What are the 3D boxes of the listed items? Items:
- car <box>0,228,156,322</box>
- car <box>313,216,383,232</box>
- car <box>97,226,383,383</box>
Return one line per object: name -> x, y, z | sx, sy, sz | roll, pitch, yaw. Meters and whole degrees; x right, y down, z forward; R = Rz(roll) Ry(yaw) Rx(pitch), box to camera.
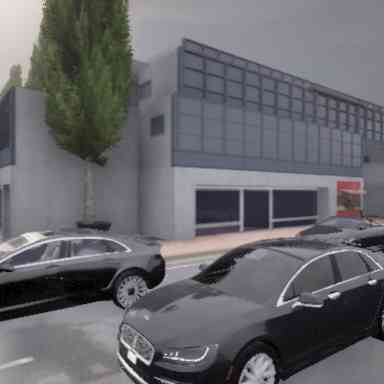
car -> -2.803, 1.495, 6.292 | 4.902, 1.511, 2.128 | 0, 0, -36
car -> 5.666, 1.593, 12.326 | 4.181, 1.385, 1.994 | 0, 0, -36
car -> 1.340, 1.515, 4.947 | 4.892, 1.490, 1.837 | 0, 0, -36
